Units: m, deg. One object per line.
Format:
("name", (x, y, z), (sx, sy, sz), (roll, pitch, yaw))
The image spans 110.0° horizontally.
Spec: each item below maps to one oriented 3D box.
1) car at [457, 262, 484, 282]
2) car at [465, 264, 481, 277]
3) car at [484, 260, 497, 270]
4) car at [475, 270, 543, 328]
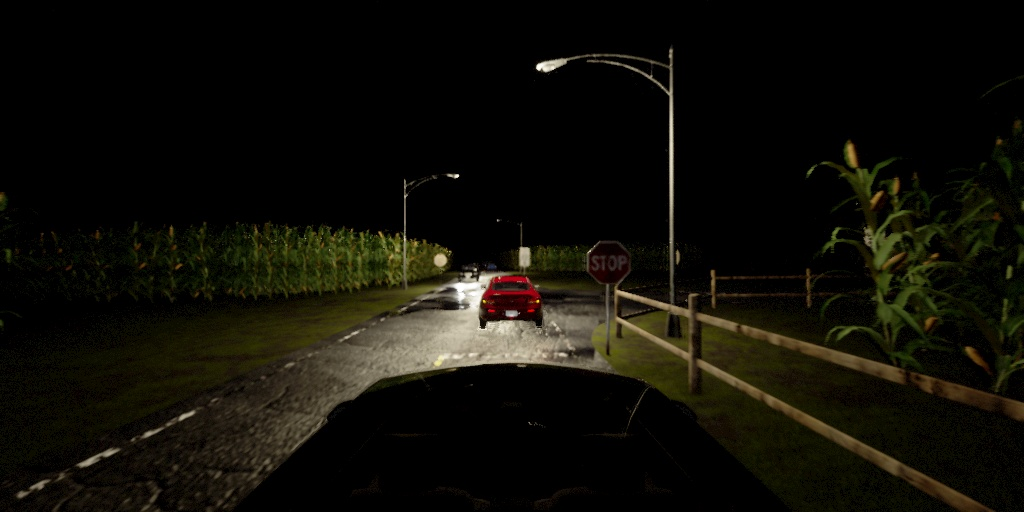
("car", (-3.917, 1.530, 33.178), (2.128, 1.511, 4.902), (0, -1, -3))
("car", (-4.626, 1.661, 43.256), (1.812, 1.442, 4.674), (0, -1, -4))
("car", (-3.607, 1.870, 61.935), (2.033, 1.411, 5.357), (0, -1, -7))
("car", (-0.057, 1.363, 11.702), (1.812, 1.442, 4.674), (0, 0, -1))
